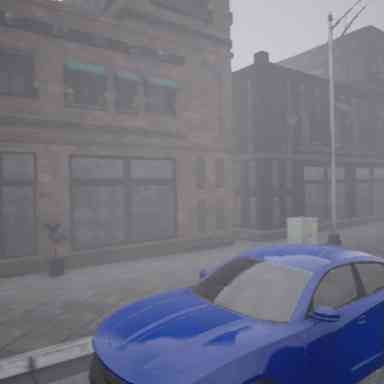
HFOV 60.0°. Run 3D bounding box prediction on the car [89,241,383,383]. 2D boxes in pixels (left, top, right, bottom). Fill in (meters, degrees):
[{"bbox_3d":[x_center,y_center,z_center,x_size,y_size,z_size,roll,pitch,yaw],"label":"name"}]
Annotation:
[{"bbox_3d":[1.259,1.475,4.276,5.008,1.535,1.882,0,0,-36],"label":"car"}]
